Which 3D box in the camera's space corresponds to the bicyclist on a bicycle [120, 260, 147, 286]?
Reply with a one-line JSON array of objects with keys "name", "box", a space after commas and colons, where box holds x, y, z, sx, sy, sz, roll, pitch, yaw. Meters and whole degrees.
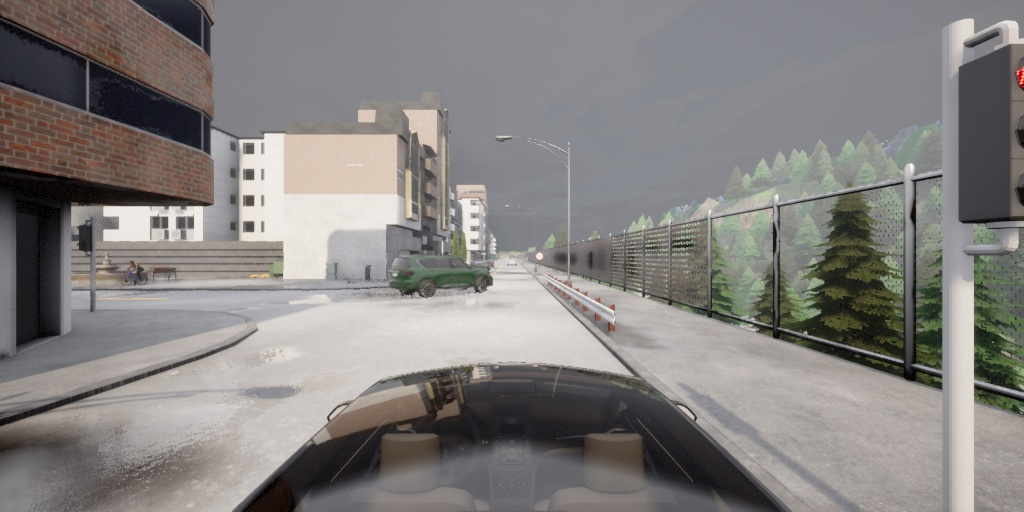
[{"name": "bicyclist on a bicycle", "box": [-24.285, 1.099, 23.055, 0.582, 1.620, 1.656, 0, 0, 0]}]

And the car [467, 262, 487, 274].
[{"name": "car", "box": [-4.101, 1.351, 42.408, 1.895, 1.301, 4.718, 0, 0, 0]}]

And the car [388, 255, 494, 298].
[{"name": "car", "box": [-3.586, 0.972, 18.658, 5.566, 2.045, 2.150, 0, 1, -44]}]

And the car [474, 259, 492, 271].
[{"name": "car", "box": [-4.097, 1.241, 51.757, 2.128, 1.511, 4.902, 0, 0, 0]}]
